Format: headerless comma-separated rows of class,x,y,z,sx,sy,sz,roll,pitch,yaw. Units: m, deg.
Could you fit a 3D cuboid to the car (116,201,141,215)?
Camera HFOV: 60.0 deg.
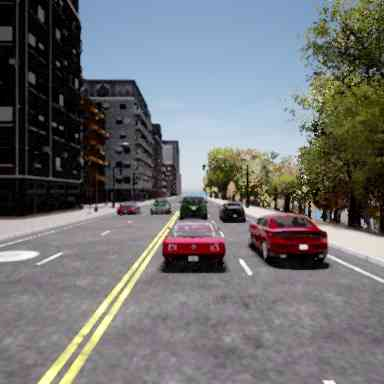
car,-6.558,1.685,34.859,1.994,1.385,4.181,0,0,0

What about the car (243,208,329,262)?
car,3.322,1.519,12.372,1.882,1.535,5.008,0,-1,0

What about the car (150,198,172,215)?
car,-3.302,1.476,35.892,2.097,1.767,4.553,0,0,0

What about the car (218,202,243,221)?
car,3.330,1.600,28.052,1.837,1.490,4.892,0,0,0

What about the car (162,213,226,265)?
car,0.067,1.640,11.805,1.895,1.301,4.718,0,0,0

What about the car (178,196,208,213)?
car,0.087,1.312,26.971,2.150,2.045,5.566,0,0,-1
